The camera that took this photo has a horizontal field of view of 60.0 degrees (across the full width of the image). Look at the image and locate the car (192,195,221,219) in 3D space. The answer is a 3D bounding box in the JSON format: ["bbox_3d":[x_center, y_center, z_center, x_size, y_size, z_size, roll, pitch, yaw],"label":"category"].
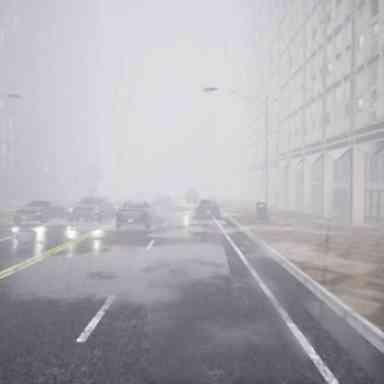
[{"bbox_3d":[1.136,1.180,24.926,1.812,1.442,4.674,0,1,0],"label":"car"}]

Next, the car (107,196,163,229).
[{"bbox_3d":[-3.151,1.222,19.470,2.128,1.511,4.902,0,1,0],"label":"car"}]

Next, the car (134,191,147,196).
[{"bbox_3d":[-9.770,0.609,63.100,2.128,1.511,4.902,0,1,1],"label":"car"}]

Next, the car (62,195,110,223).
[{"bbox_3d":[-6.596,1.044,22.176,2.097,1.767,4.553,0,1,0],"label":"car"}]

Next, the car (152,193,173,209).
[{"bbox_3d":[-3.152,1.091,36.608,1.895,1.301,4.718,0,1,0],"label":"car"}]

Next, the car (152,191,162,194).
[{"bbox_3d":[-6.522,0.585,63.105,1.882,1.535,5.008,0,1,1],"label":"car"}]

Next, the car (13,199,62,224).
[{"bbox_3d":[-9.846,1.222,21.880,1.812,1.442,4.674,0,1,0],"label":"car"}]

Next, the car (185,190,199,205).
[{"bbox_3d":[0.009,0.863,44.882,2.128,1.511,4.902,0,1,0],"label":"car"}]
